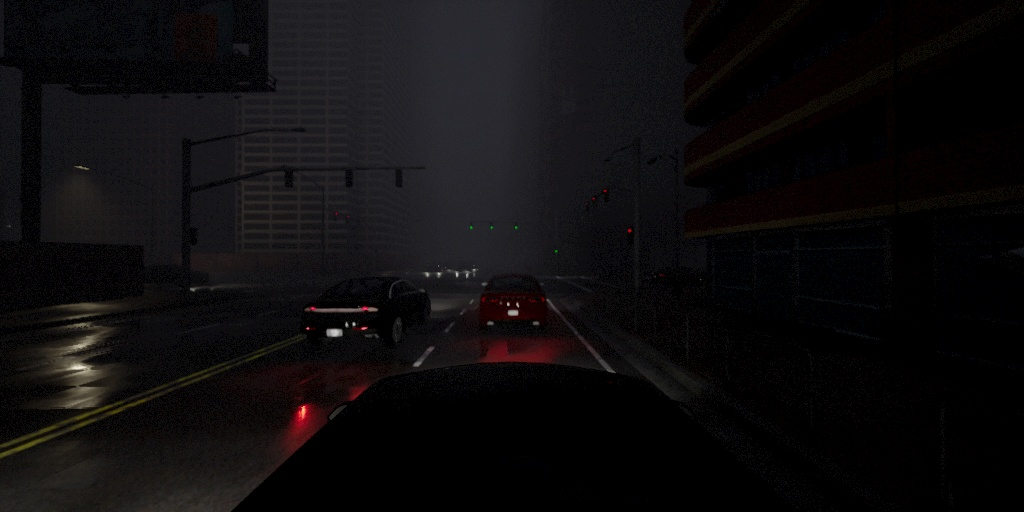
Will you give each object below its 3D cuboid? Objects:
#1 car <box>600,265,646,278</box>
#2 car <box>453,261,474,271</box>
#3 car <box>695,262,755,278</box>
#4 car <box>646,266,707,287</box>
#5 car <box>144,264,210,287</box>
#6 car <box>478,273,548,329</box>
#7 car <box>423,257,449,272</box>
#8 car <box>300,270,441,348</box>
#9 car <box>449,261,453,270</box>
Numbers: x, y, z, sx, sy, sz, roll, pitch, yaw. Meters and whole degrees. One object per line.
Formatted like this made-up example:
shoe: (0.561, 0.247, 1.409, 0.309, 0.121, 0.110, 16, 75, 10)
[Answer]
car: (11.397, 1.541, 36.436, 4.718, 1.301, 1.895, 0, 0, 2)
car: (-7.380, 1.552, 55.339, 1.837, 1.490, 4.892, 0, 0, 0)
car: (21.523, 1.416, 36.367, 5.008, 1.535, 1.882, 0, 0, 0)
car: (12.264, 1.445, 25.715, 4.181, 1.385, 1.994, 0, 0, 0)
car: (-24.549, 1.364, 25.708, 5.008, 1.535, 1.882, 0, 0, 0)
car: (0.029, 1.282, 11.518, 1.882, 1.535, 5.008, 0, 0, 0)
car: (-10.862, 1.378, 51.438, 2.097, 1.767, 4.553, 0, 0, 0)
car: (-3.465, 1.285, 9.394, 2.128, 1.511, 4.902, 0, 0, 0)
car: (-10.891, 1.630, 61.636, 2.033, 1.411, 5.357, 0, 0, 0)
